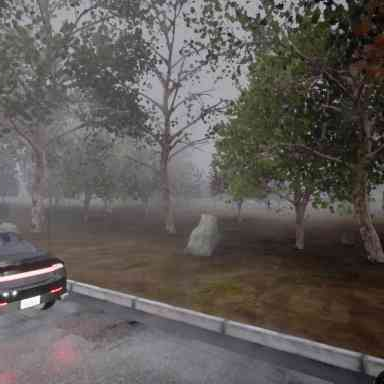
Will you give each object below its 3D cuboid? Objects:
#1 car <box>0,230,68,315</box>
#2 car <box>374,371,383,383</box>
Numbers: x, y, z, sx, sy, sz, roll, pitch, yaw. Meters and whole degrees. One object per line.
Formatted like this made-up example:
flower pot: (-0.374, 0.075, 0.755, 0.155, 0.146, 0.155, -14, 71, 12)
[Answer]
car: (-4.481, 1.501, 6.577, 4.902, 1.511, 2.128, 0, 0, 36)
car: (3.250, 1.490, 1.059, 4.902, 1.511, 2.128, 0, 0, 36)
